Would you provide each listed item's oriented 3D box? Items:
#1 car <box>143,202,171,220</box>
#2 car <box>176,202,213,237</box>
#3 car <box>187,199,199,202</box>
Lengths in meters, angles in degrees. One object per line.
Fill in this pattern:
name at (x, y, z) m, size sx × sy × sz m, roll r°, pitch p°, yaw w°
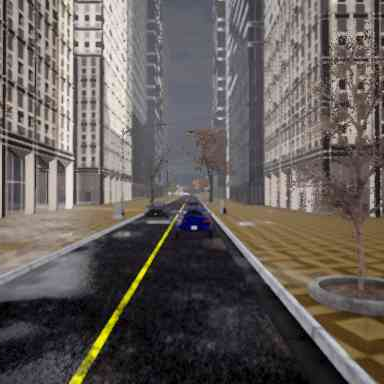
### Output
car at (-2.838, 1.523, 27.851) m, size 1.994 × 1.385 × 4.181 m, roll 0°, pitch 0°, yaw 0°
car at (0.104, 1.499, 17.853) m, size 1.812 × 1.442 × 4.674 m, roll 0°, pitch 0°, yaw 0°
car at (0.110, 1.487, 39.863) m, size 2.033 × 1.411 × 5.357 m, roll 0°, pitch 0°, yaw 0°
